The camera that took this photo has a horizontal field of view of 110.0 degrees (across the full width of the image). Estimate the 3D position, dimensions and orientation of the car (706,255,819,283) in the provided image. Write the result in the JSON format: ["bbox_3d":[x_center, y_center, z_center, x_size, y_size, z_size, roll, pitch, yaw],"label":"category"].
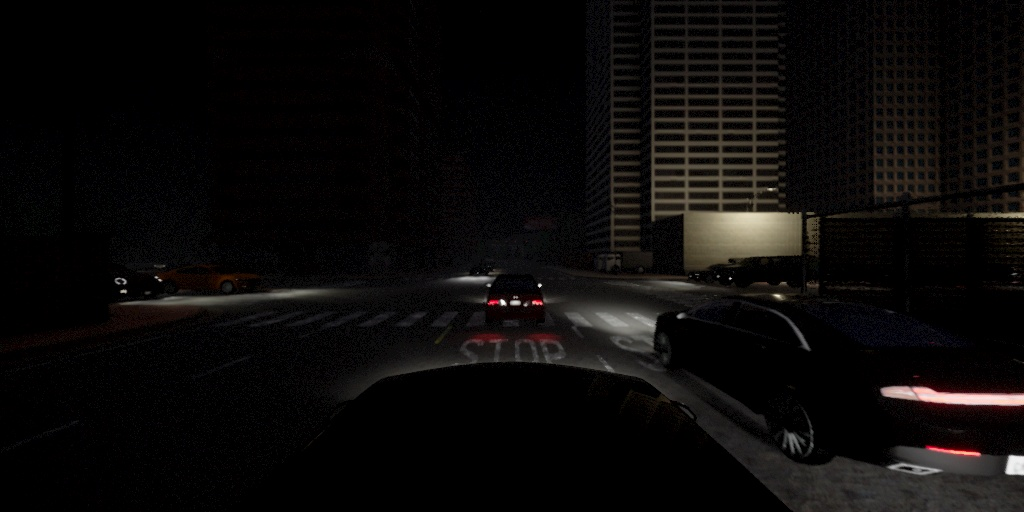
[{"bbox_3d":[16.228,0.985,23.441,5.566,2.045,2.150,0,0,0],"label":"car"}]

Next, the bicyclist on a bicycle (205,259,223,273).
[{"bbox_3d":[-26.543,1.090,31.939,0.582,1.620,1.656,0,0,10],"label":"bicyclist on a bicycle"}]

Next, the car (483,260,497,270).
[{"bbox_3d":[-3.589,1.482,60.301,2.033,1.411,5.357,0,0,0],"label":"car"}]

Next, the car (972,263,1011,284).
[{"bbox_3d":[34.665,1.279,26.984,4.892,1.490,1.837,0,0,0],"label":"car"}]

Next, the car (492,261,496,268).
[{"bbox_3d":[-3.619,1.376,48.999,1.882,1.535,5.008,0,0,0],"label":"car"}]

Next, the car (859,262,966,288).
[{"bbox_3d":[26.216,1.241,23.466,5.008,1.535,1.882,0,0,0],"label":"car"}]

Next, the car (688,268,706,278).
[{"bbox_3d":[15.840,1.279,26.941,4.892,1.490,1.837,0,0,0],"label":"car"}]

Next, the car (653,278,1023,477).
[{"bbox_3d":[3.599,1.252,4.925,2.128,1.511,4.902,0,0,0],"label":"car"}]

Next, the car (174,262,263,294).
[{"bbox_3d":[-16.499,1.228,19.714,5.008,1.535,1.882,0,0,1],"label":"car"}]

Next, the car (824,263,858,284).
[{"bbox_3d":[25.330,1.252,26.963,5.008,1.535,1.882,0,0,0],"label":"car"}]

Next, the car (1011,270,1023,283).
[{"bbox_3d":[36.610,1.269,23.487,4.892,1.490,1.837,0,0,0],"label":"car"}]

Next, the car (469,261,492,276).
[{"bbox_3d":[-3.593,1.470,39.715,1.895,1.301,4.718,0,0,0],"label":"car"}]

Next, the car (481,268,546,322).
[{"bbox_3d":[0.091,1.320,12.378,2.033,1.411,5.357,0,0,0],"label":"car"}]

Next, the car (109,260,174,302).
[{"bbox_3d":[-18.739,1.092,16.365,4.553,1.767,2.097,0,0,3],"label":"car"}]
